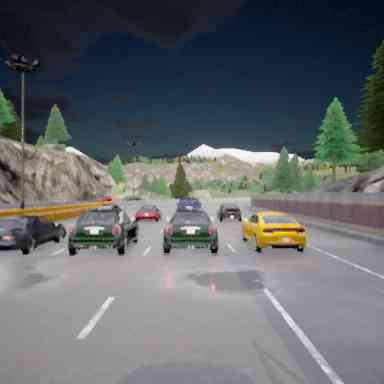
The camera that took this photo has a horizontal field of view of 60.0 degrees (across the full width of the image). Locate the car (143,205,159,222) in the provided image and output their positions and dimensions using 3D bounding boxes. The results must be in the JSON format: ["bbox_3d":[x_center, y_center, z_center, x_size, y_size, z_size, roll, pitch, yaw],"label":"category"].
[{"bbox_3d":[-3.759,1.841,29.401,1.994,1.385,4.181,0,0,0],"label":"car"}]

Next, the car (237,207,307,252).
[{"bbox_3d":[3.429,1.617,14.695,1.882,1.535,5.008,0,0,-1],"label":"car"}]

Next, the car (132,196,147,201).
[{"bbox_3d":[-11.528,2.280,77.696,1.994,1.385,4.181,0,-1,16],"label":"car"}]

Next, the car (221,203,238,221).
[{"bbox_3d":[3.241,1.786,29.517,1.837,1.490,4.892,0,0,0],"label":"car"}]

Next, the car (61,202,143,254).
[{"bbox_3d":[-3.568,1.484,14.198,2.097,1.767,4.553,0,-1,-1],"label":"car"}]

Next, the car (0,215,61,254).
[{"bbox_3d":[-7.068,1.680,14.057,2.033,1.411,5.357,0,-1,-1],"label":"car"}]

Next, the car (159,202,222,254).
[{"bbox_3d":[-0.069,1.485,14.241,2.097,1.767,4.553,0,-1,-1],"label":"car"}]

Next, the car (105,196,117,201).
[{"bbox_3d":[-18.143,2.223,79.994,1.882,1.535,5.008,0,-1,16],"label":"car"}]

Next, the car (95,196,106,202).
[{"bbox_3d":[-21.458,1.979,81.116,2.150,2.045,5.566,0,-1,16],"label":"car"}]

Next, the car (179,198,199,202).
[{"bbox_3d":[-0.260,1.491,29.186,2.150,2.045,5.566,0,0,-1],"label":"car"}]

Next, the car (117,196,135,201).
[{"bbox_3d":[-14.844,1.962,78.819,2.150,2.045,5.566,0,-1,16],"label":"car"}]
